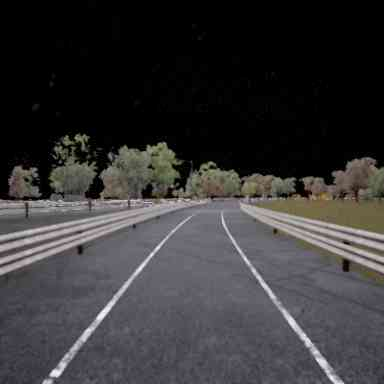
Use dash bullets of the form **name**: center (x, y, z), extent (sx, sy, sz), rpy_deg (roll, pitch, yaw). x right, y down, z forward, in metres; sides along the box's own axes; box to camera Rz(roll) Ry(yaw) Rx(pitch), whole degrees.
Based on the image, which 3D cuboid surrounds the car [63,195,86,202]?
- **car**: center (-17.452, 1.556, 51.073), extent (2.150, 2.045, 5.566), rpy_deg (0, -1, 16)

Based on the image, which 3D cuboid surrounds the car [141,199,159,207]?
- **car**: center (-8.918, 2.091, 67.140), extent (1.837, 1.490, 4.892), rpy_deg (0, -1, 17)

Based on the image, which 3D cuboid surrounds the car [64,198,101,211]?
- **car**: center (-15.183, 1.879, 46.334), extent (1.895, 1.301, 4.718), rpy_deg (0, -1, 15)

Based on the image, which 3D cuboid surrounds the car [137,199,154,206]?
- **car**: center (-10.303, 2.333, 74.121), extent (1.994, 1.385, 4.181), rpy_deg (0, -1, 18)

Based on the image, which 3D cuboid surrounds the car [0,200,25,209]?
- **car**: center (-23.564, 1.752, 42.395), extent (1.812, 1.442, 4.674), rpy_deg (0, -1, 15)

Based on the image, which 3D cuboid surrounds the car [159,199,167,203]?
- **car**: center (-7.870, 2.581, 92.260), extent (2.128, 1.511, 4.902), rpy_deg (0, -1, 19)
